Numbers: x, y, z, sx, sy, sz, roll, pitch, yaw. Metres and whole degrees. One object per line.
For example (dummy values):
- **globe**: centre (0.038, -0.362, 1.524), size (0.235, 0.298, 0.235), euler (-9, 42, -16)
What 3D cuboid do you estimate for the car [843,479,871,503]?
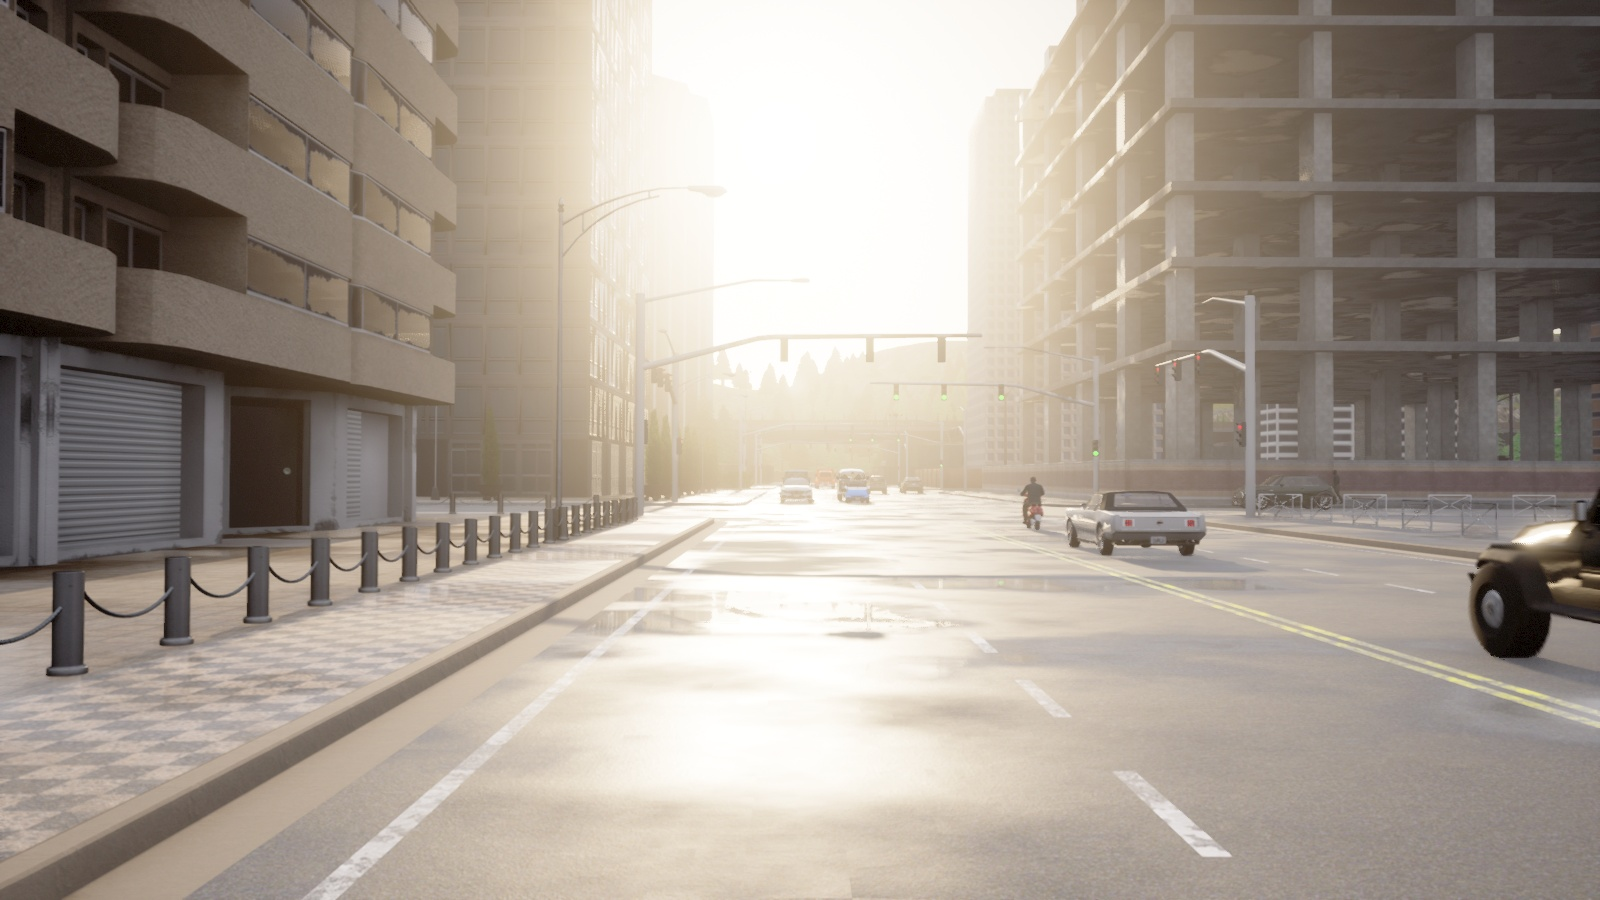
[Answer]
- **car**: centre (3.310, 2.366, 72.986), size (1.481, 1.376, 2.207), euler (0, -2, 0)

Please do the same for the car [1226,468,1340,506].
- **car**: centre (22.907, 1.761, 59.661), size (4.553, 1.767, 2.097), euler (0, -1, 0)

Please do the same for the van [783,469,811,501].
- **van**: centre (-0.213, 2.258, 81.724), size (1.775, 1.987, 4.442), euler (0, -1, 0)

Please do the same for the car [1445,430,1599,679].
- **car**: centre (6.973, 0.790, 9.758), size (1.905, 1.878, 3.866), euler (0, -1, 0)

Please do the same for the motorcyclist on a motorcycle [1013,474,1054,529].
- **motorcyclist on a motorcycle**: centre (6.903, 1.515, 37.267), size (0.866, 1.590, 1.817), euler (0, -1, 0)

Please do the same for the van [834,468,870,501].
- **van**: centre (3.290, 2.184, 80.217), size (2.069, 2.038, 4.480), euler (0, -1, 0)

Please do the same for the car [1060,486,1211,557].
- **car**: centre (6.931, 1.439, 26.486), size (1.895, 1.301, 4.718), euler (0, -1, 0)

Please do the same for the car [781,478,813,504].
- **car**: centre (-0.189, 2.347, 72.776), size (1.812, 1.442, 4.674), euler (0, -1, 0)

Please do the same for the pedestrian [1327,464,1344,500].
- **pedestrian**: centre (27.913, 1.664, 65.418), size (0.726, 1.835, 0.370), euler (0, -1, 12)
